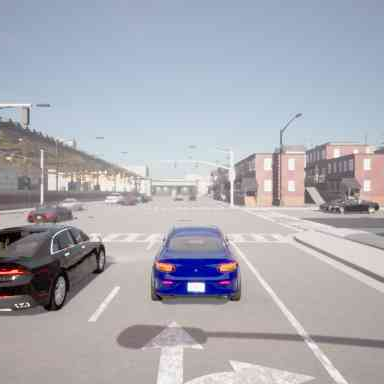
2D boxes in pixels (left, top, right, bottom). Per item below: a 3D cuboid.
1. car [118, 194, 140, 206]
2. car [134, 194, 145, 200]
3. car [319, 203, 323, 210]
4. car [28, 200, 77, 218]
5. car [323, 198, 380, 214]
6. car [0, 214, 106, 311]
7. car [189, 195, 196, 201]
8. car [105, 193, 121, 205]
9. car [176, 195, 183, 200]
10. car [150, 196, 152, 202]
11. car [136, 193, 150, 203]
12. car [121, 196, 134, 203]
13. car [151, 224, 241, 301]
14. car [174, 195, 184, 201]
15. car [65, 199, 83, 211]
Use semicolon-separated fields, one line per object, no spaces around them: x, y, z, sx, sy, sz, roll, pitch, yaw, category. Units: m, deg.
-10.497;1.477;55.569;1.882;1.535;5.008;0;0;0;car
-13.857;1.354;87.396;2.128;1.511;4.902;0;0;0;car
17.082;1.505;38.028;4.892;1.490;1.837;0;0;0;car
-10.559;1.564;24.941;1.994;1.385;4.181;0;0;0;car
16.779;1.491;34.521;4.902;1.511;2.128;0;0;0;car
-3.416;1.505;7.761;1.837;1.490;4.892;0;0;0;car
0.134;1.500;81.583;1.837;1.490;4.892;0;0;0;car
-13.971;1.222;59.746;2.150;2.045;5.566;0;0;1;car
-3.349;1.524;92.129;1.812;1.442;4.674;0;0;0;car
-10.373;1.540;77.811;2.033;1.411;5.357;0;0;0;car
-10.407;1.225;67.174;2.150;2.045;5.566;0;0;0;car
-13.882;1.552;71.917;1.994;1.385;4.181;0;0;0;car
0.091;1.526;8.219;1.812;1.442;4.674;0;0;0;car
-3.366;1.595;82.083;1.895;1.301;4.718;0;0;0;car
-14.038;1.525;38.382;1.812;1.442;4.674;0;0;0;car
